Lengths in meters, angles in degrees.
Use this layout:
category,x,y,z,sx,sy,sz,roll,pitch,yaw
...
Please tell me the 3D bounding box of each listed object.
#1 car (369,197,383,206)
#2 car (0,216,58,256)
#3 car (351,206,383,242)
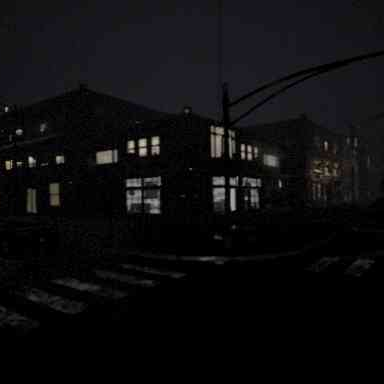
category,x,y,z,sx,sy,sz,roll,pitch,yaw
car,11.902,1.215,19.819,2.192,1.841,5.009,-1,0,37
car,-7.276,1.655,13.495,4.507,1.381,1.887,-1,-1,36
car,8.585,1.520,15.370,1.802,1.307,4.206,-1,0,37
